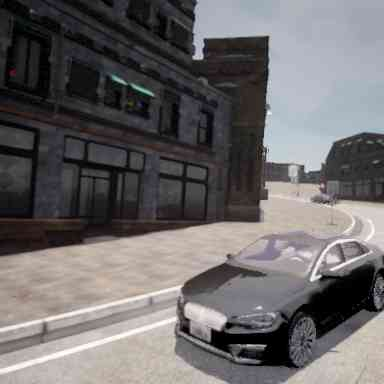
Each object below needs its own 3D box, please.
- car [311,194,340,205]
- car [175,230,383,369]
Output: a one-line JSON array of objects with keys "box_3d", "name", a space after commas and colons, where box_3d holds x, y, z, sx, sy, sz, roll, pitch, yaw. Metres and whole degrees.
[{"box_3d": [17.849, 0.937, 44.673, 2.033, 1.411, 5.357, 3, 2, -2], "name": "car"}, {"box_3d": [1.884, 1.503, 5.923, 4.902, 1.511, 2.128, 0, 0, -43], "name": "car"}]
